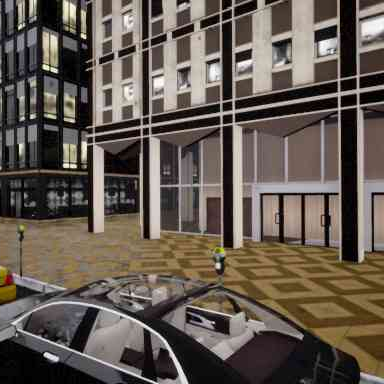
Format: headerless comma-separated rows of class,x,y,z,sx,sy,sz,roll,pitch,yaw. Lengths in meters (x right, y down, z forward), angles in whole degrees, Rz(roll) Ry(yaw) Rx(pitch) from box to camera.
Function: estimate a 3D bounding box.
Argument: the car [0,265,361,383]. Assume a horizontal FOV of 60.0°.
car,-0.680,1.551,3.367,4.403,1.369,2.008,0,0,36
